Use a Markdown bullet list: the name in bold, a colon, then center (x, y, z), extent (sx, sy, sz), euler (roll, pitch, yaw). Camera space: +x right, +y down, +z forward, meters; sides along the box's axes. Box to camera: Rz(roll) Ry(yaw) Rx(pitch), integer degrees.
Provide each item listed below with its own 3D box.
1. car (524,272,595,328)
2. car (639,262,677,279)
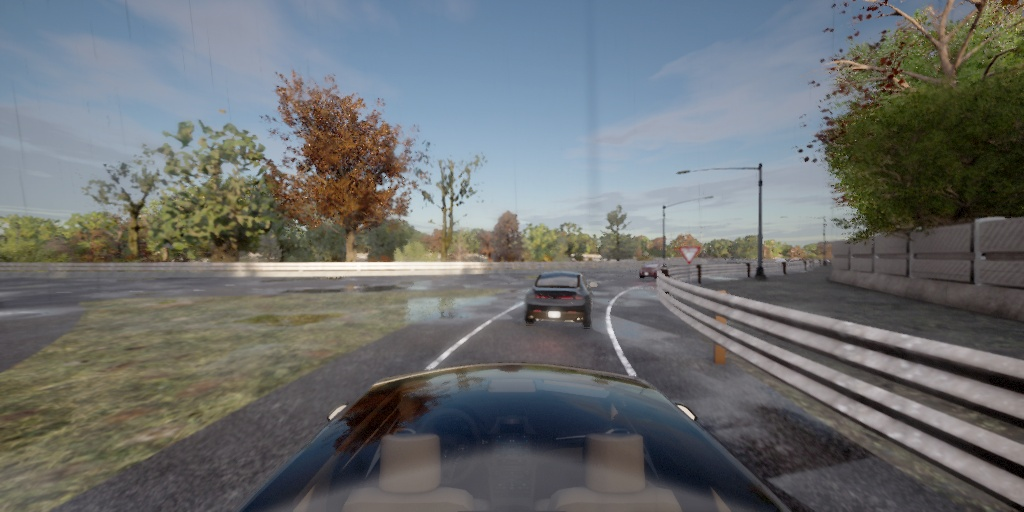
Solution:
- **car**: center (1.623, 1.247, 11.513), extent (1.837, 1.490, 4.892), euler (0, 0, 13)
- **car**: center (12.708, 1.276, 31.188), extent (1.812, 1.442, 4.674), euler (0, 0, 45)
